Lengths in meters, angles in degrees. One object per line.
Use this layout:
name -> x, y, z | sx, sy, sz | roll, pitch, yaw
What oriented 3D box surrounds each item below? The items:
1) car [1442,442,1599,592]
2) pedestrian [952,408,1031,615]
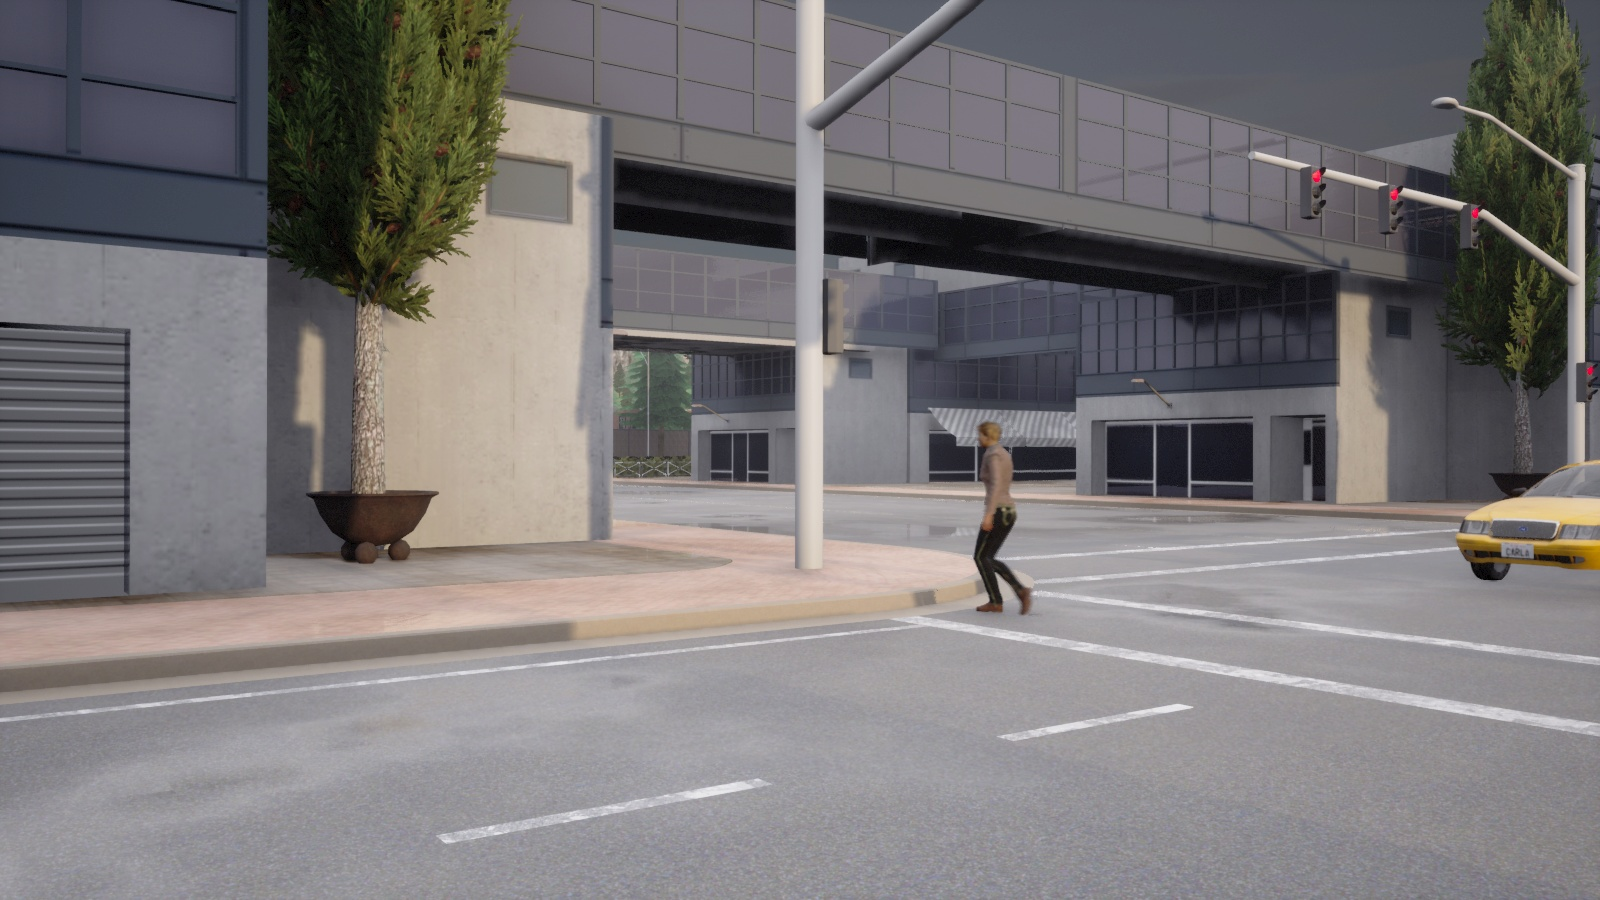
car -> 10.074, 0.699, 15.299 | 5.366, 1.575, 1.801 | 0, 0, -36
pedestrian -> 1.749, 0.548, 11.482 | 0.634, 1.846, 0.331 | 0, 0, 31
